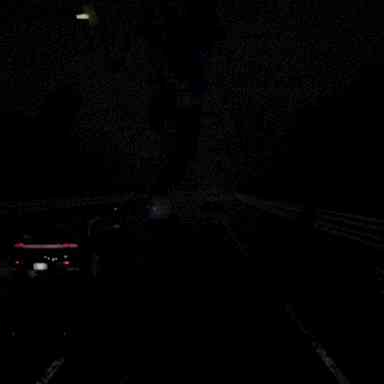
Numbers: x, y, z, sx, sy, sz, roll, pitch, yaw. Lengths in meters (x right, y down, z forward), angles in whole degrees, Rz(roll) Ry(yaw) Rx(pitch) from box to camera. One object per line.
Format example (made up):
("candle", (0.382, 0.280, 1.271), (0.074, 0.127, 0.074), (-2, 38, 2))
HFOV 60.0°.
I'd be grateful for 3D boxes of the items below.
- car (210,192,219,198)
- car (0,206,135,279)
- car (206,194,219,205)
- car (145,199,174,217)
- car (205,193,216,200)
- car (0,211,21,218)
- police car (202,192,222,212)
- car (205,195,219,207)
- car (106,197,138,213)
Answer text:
("car", (5.709, 0.613, 83.881), (1.812, 1.442, 4.674), (0, 0, 8))
("car", (-3.281, 1.392, 9.701), (2.128, 1.511, 4.902), (0, 1, 1))
("car", (3.124, 1.083, 49.552), (1.812, 1.442, 4.674), (0, 0, 5))
("car", (-2.693, 1.304, 27.896), (1.994, 1.385, 4.181), (0, 0, 3))
("car", (3.833, 0.929, 68.351), (1.994, 1.385, 4.181), (0, 0, 6))
("car", (-6.744, 1.406, 11.664), (1.812, 1.442, 4.674), (0, 1, 1))
("police car", (2.045, 1.116, 33.945), (1.930, 1.638, 5.238), (0, 0, 3))
("car", (2.671, 1.133, 43.662), (1.812, 1.442, 4.674), (0, 0, 4))
("car", (-6.119, 1.200, 29.608), (1.882, 1.535, 5.008), (0, 0, 3))
